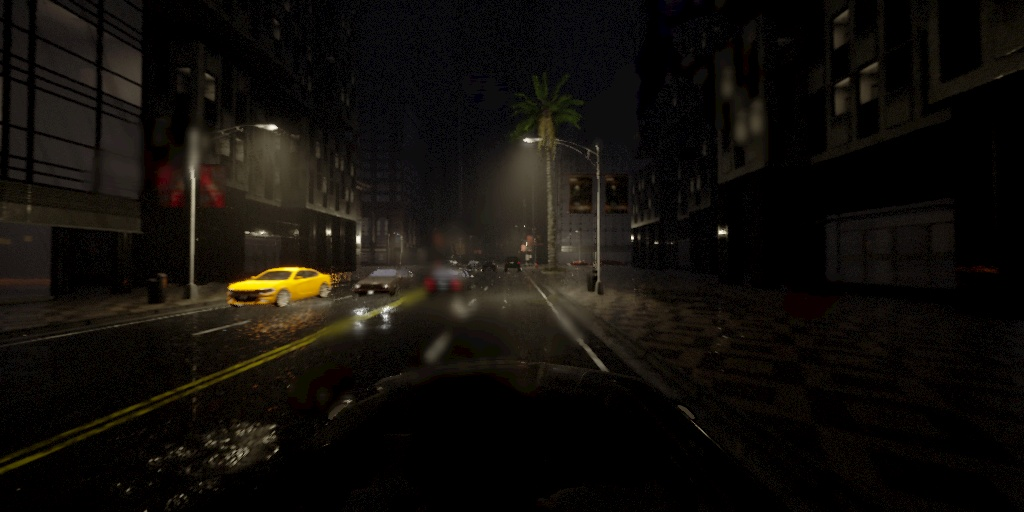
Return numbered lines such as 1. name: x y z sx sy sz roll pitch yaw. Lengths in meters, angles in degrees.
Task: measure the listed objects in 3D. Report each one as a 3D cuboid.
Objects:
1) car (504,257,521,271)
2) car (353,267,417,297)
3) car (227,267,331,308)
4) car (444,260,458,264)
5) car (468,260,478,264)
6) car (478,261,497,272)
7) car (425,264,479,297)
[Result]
1. car: 0.093 1.127 51.355 2.150 2.045 5.566 0 -1 0
2. car: -6.599 1.327 19.405 2.033 1.411 5.357 0 0 0
3. car: -9.847 1.251 15.625 1.882 1.535 5.008 0 0 0
4. car: -9.792 1.460 58.029 2.128 1.511 4.902 0 0 1
5. car: -6.540 1.491 61.732 2.128 1.511 4.902 0 -1 1
6. car: -3.152 1.401 50.704 2.128 1.511 4.902 0 0 0
7. car: -3.148 1.325 18.868 2.033 1.411 5.357 0 0 0
